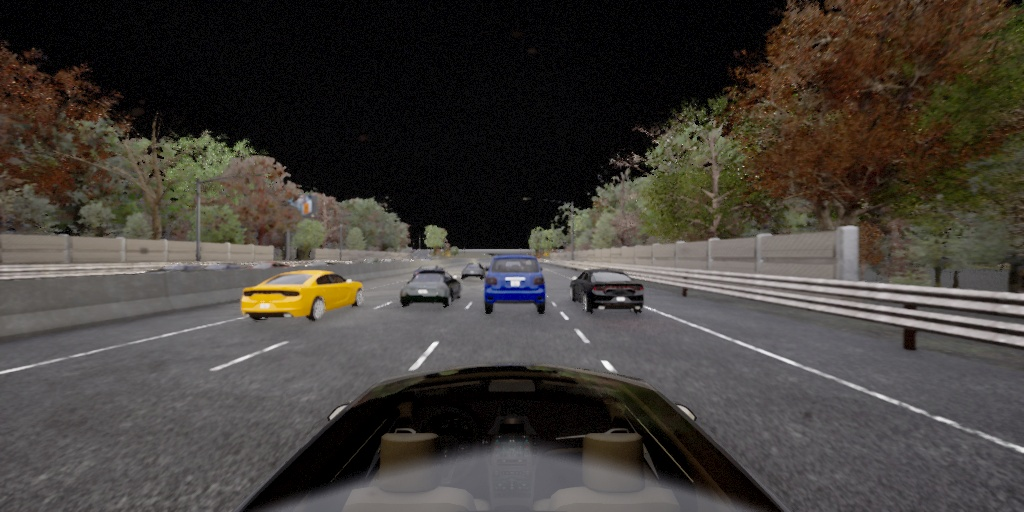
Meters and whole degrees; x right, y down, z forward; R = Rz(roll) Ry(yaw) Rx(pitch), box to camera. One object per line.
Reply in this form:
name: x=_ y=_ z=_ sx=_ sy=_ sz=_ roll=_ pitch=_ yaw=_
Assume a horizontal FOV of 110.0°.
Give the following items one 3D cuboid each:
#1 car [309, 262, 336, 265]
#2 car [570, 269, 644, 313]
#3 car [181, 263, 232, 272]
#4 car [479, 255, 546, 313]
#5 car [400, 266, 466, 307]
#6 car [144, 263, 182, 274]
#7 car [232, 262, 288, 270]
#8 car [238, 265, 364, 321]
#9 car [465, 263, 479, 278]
car: x=-17.594 y=1.289 z=32.889 sx=1.837 sy=1.490 sz=4.892 roll=0 pitch=0 yaw=0
car: x=3.501 y=1.236 z=14.021 sx=1.882 sy=1.535 sz=5.008 roll=0 pitch=0 yaw=0
car: x=-24.596 y=1.330 z=30.657 sx=2.033 sy=1.411 sz=5.357 roll=0 pitch=0 yaw=0
car: x=0.087 y=0.983 z=14.268 sx=2.150 sy=2.045 sz=5.566 roll=0 pitch=0 yaw=0
car: x=-3.401 y=1.328 z=15.662 sx=1.994 sy=1.385 sz=4.181 roll=0 pitch=0 yaw=0
car: x=-28.096 y=1.330 z=30.645 sx=2.033 sy=1.411 sz=5.357 roll=0 pitch=0 yaw=0
car: x=-21.094 y=1.260 z=30.924 sx=1.882 sy=1.535 sz=5.008 roll=0 pitch=0 yaw=0
car: x=-6.901 y=1.238 z=12.486 sx=1.882 sy=1.535 sz=5.008 roll=0 pitch=0 yaw=0
car: x=-3.396 y=1.347 z=32.590 sx=1.994 sy=1.385 sz=4.181 roll=0 pitch=0 yaw=0
